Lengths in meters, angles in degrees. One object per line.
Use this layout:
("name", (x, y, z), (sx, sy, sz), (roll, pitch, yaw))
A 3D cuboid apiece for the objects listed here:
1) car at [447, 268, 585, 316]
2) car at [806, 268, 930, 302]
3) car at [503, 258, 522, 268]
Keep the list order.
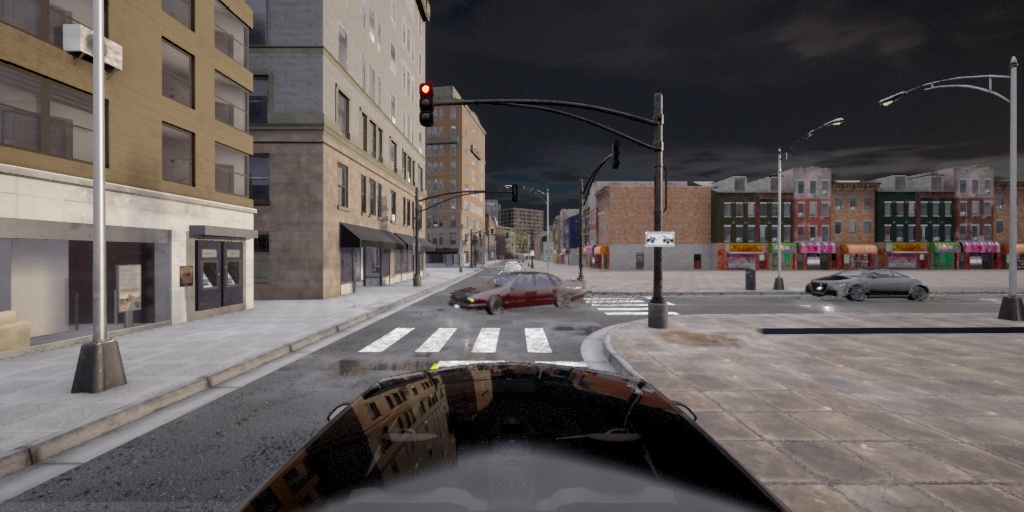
("car", (0.331, 1.297, 13.500), (5.357, 1.411, 2.033), (0, 0, -34))
("car", (15.706, 1.247, 15.988), (4.181, 1.385, 1.994), (0, 0, 0))
("car", (0.064, 1.281, 37.820), (1.812, 1.442, 4.674), (0, 0, 0))
